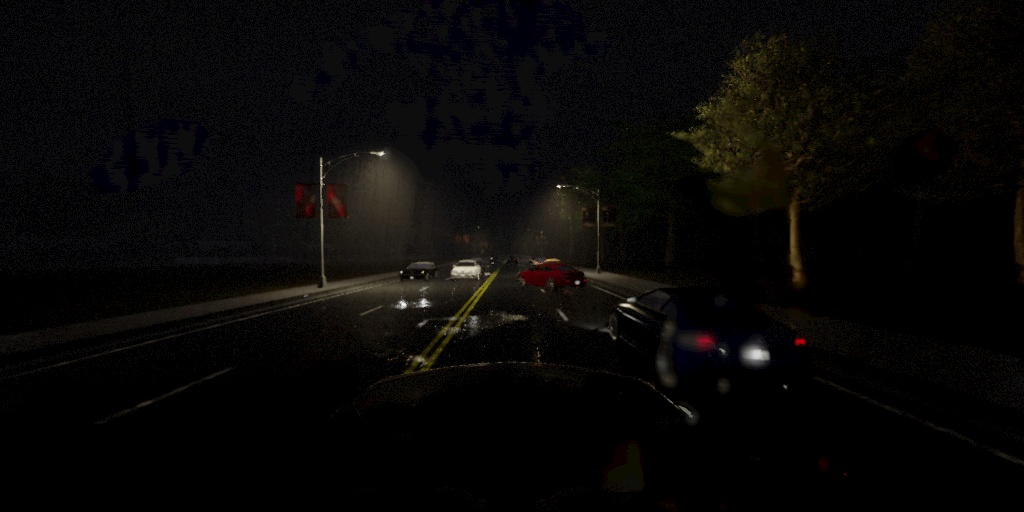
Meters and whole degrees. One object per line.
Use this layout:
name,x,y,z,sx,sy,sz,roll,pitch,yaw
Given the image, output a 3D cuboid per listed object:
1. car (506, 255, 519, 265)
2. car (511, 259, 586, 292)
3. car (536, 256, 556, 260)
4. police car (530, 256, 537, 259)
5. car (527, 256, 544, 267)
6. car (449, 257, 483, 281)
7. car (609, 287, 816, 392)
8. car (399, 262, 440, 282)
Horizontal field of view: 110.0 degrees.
car,0.022,0.691,60.049,1.837,1.490,4.892,0,1,0
car,2.062,1.098,19.542,1.812,1.442,4.674,0,1,-30
car,3.257,0.937,28.955,1.801,1.575,5.366,0,1,0
police car,3.260,0.882,39.768,2.038,1.542,4.974,0,1,0
car,3.262,0.764,50.767,2.128,1.511,4.902,0,1,0
car,-3.340,1.028,26.671,1.812,1.442,4.674,0,1,0
car,3.251,1.263,6.764,1.994,1.385,4.181,0,1,0
car,-6.592,1.112,25.838,1.895,1.301,4.718,0,1,0
